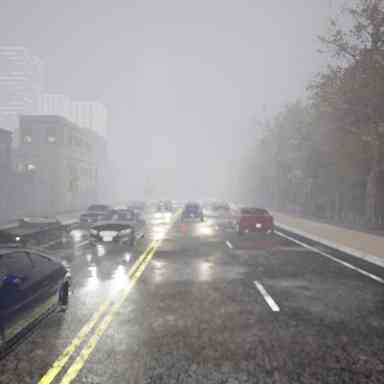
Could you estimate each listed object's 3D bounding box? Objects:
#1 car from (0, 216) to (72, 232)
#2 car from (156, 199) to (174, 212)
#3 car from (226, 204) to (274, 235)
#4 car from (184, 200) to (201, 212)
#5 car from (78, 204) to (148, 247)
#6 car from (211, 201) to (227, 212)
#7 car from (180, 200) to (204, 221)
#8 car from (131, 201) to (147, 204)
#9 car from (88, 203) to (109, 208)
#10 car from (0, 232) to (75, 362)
[{"bbox_3d":[-6.510,1.647,13.224,1.895,1.301,4.718,0,0,0],"label":"car"},{"bbox_3d":[-3.260,1.630,40.190,2.128,1.511,4.902,0,0,0],"label":"car"},{"bbox_3d":[3.351,1.545,19.222,1.882,1.535,5.008,0,0,0],"label":"car"},{"bbox_3d":[0.066,1.710,42.723,1.994,1.385,4.181,0,0,0],"label":"car"},{"bbox_3d":[-3.250,1.545,15.289,2.128,1.511,4.902,0,0,0],"label":"car"},{"bbox_3d":[3.353,1.737,40.020,1.895,1.301,4.718,0,0,0],"label":"car"},{"bbox_3d":[0.019,1.622,27.733,1.812,1.442,4.674,0,0,0],"label":"car"},{"bbox_3d":[-6.507,1.739,40.343,1.895,1.301,4.718,0,0,0],"label":"car"},{"bbox_3d":[-6.499,1.587,23.539,1.837,1.490,4.892,0,0,0],"label":"car"},{"bbox_3d":[-3.326,1.582,4.942,1.994,1.385,4.181,0,0,0],"label":"car"}]
